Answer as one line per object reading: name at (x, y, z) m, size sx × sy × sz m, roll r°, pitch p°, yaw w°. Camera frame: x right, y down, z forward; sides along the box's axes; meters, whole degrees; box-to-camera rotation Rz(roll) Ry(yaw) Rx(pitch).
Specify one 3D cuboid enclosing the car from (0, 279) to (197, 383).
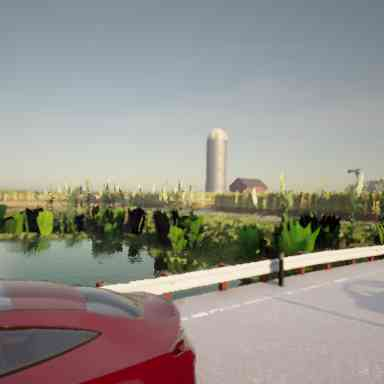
car at (-2.109, 1.527, 2.469) m, size 4.674 × 1.442 × 1.812 m, roll 0°, pitch 0°, yaw -35°
